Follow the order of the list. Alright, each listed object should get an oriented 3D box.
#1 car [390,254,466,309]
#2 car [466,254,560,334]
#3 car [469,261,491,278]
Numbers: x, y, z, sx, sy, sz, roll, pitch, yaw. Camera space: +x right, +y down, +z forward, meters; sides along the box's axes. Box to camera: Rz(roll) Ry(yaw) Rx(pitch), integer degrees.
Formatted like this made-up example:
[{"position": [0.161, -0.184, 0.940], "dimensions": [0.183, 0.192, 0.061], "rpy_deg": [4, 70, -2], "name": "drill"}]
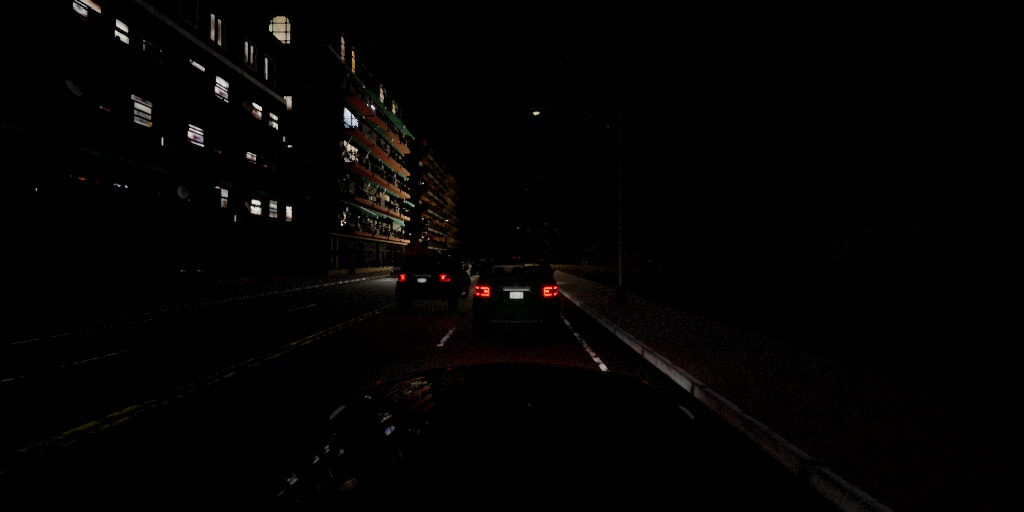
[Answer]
[{"position": [-3.113, 0.968, 15.108], "dimensions": [2.150, 2.045, 5.566], "rpy_deg": [0, -1, 0], "name": "car"}, {"position": [0.119, 0.973, 10.714], "dimensions": [2.150, 2.045, 5.566], "rpy_deg": [0, 0, 0], "name": "car"}, {"position": [-3.068, 1.277, 35.217], "dimensions": [1.812, 1.442, 4.674], "rpy_deg": [0, 0, 0], "name": "car"}]
